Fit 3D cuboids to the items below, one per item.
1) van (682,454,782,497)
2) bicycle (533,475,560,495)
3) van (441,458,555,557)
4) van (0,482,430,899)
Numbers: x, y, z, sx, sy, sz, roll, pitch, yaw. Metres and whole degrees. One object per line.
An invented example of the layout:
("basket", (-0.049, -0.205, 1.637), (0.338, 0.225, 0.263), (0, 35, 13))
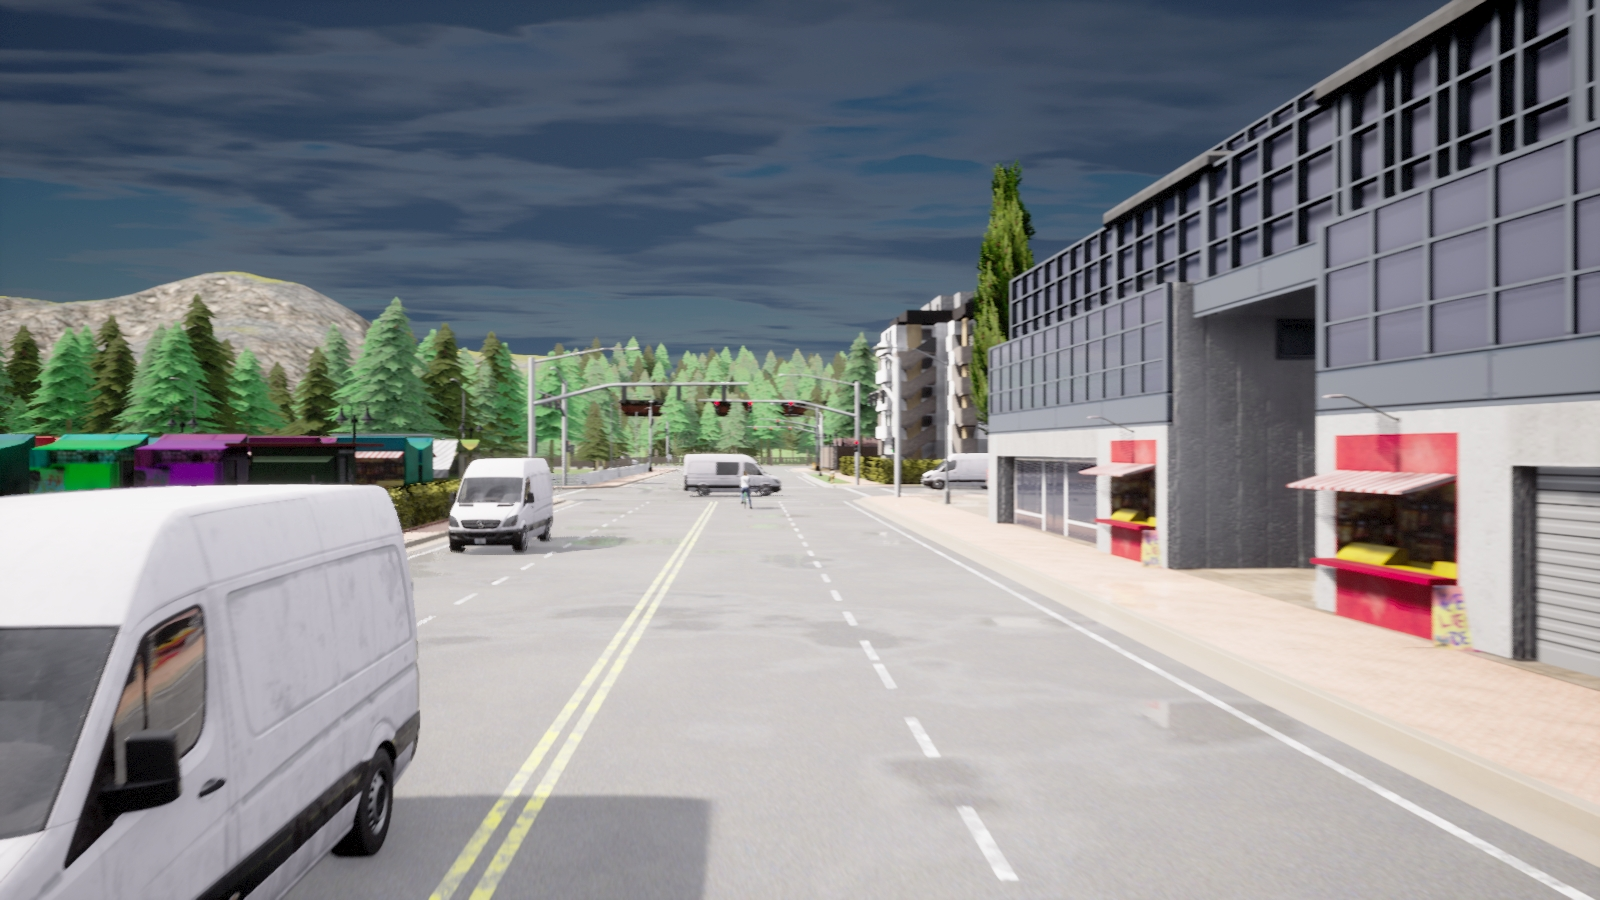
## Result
("van", (-4.065, 1.529, 68.780), (5.915, 2.561, 1.988), (0, 0, -3))
("bicycle", (-15.905, 2.207, 71.665), (1.643, 1.196, 0.373), (0, 0, -3))
("van", (-8.579, 1.535, 33.050), (1.988, 2.561, 5.915), (0, 0, -3))
("van", (-3.827, 1.536, 6.199), (1.988, 2.561, 5.915), (0, 0, -3))
